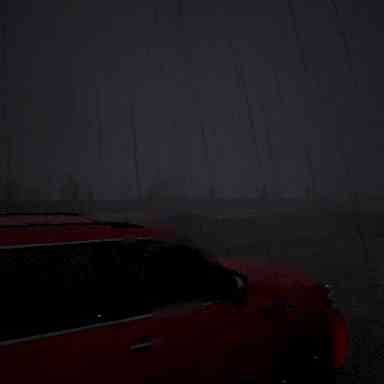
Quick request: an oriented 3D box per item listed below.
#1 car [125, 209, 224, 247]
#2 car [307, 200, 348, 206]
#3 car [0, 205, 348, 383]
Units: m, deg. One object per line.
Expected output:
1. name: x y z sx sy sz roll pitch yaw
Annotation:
1. car: -0.804 1.564 15.613 4.181 1.385 1.994 0 0 -30
2. car: 11.337 1.478 29.219 5.008 1.535 1.882 0 0 -21
3. car: -0.957 1.220 3.015 5.566 2.045 2.150 0 0 -34
